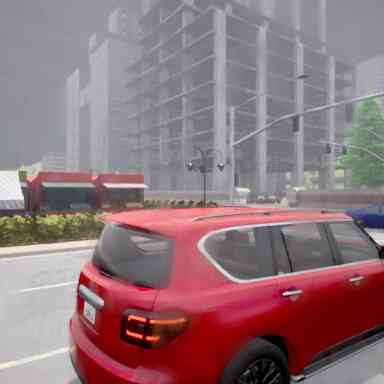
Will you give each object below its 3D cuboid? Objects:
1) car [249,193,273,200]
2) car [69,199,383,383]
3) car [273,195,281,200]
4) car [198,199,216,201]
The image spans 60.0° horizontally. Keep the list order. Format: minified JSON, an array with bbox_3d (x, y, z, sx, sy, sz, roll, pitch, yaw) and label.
[{"bbox_3d":[11.674,1.102,58.169,1.905,1.878,3.866,0,0,-36],"label":"car"},{"bbox_3d":[1.232,1.220,4.664,5.566,2.045,2.150,0,0,-35],"label":"car"},{"bbox_3d":[14.065,1.101,59.881,1.905,1.878,3.866,0,0,-36],"label":"car"},{"bbox_3d":[1.624,1.416,31.679,1.882,1.535,5.008,0,0,-36],"label":"car"}]
